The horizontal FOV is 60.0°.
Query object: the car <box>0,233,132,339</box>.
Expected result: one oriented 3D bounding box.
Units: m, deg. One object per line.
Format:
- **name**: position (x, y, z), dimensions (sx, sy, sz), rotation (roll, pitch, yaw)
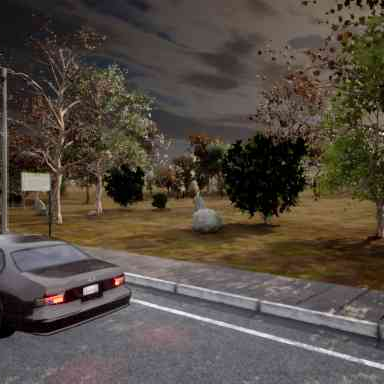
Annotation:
- **car**: position (-3.596, 1.547, 6.571), dimensions (5.357, 1.411, 2.033), rotation (0, 0, 36)
